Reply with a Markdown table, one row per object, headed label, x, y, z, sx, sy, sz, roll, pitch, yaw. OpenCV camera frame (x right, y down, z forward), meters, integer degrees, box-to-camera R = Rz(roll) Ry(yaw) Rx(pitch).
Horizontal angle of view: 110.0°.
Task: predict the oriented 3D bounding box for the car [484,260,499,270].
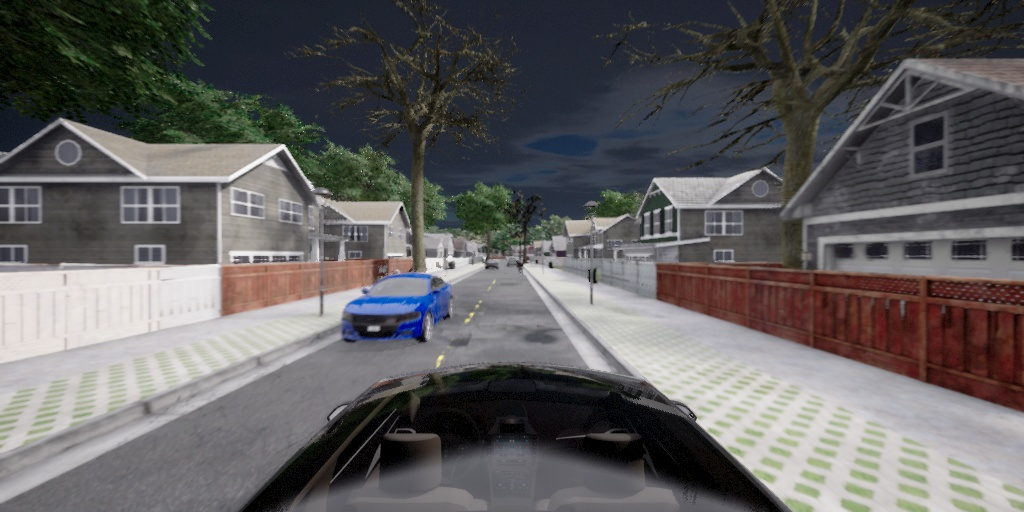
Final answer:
| label | x | y | z | sx | sy | sz | roll | pitch | yaw |
| --- | --- | --- | --- | --- | --- | --- | --- | --- | --- |
| car | -2.824 | 1.246 | 51.096 | 2.033 | 1.411 | 5.357 | 0 | 0 | 0 |

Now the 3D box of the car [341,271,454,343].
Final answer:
| label | x | y | z | sx | sy | sz | roll | pitch | yaw |
| --- | --- | --- | --- | --- | --- | --- | --- | --- | --- |
| car | -2.850 | 1.223 | 9.895 | 1.882 | 1.535 | 5.008 | 0 | 0 | 0 |

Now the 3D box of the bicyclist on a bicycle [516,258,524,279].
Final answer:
| label | x | y | z | sx | sy | sz | roll | pitch | yaw |
| --- | --- | --- | --- | --- | --- | --- | --- | --- | --- |
| bicyclist on a bicycle | 0.755 | 1.094 | 30.898 | 0.659 | 1.776 | 1.843 | 0 | 0 | 0 |

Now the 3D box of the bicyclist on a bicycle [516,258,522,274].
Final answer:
| label | x | y | z | sx | sy | sz | roll | pitch | yaw |
| --- | --- | --- | --- | --- | --- | --- | --- | --- | --- |
| bicyclist on a bicycle | 0.755 | 1.083 | 39.898 | 0.659 | 1.776 | 1.843 | 0 | 0 | 0 |

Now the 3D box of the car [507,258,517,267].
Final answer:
| label | x | y | z | sx | sy | sz | roll | pitch | yaw |
| --- | --- | --- | --- | --- | --- | --- | --- | --- | --- |
| car | 0.040 | 1.175 | 64.485 | 2.128 | 1.511 | 4.902 | 0 | 0 | 0 |
